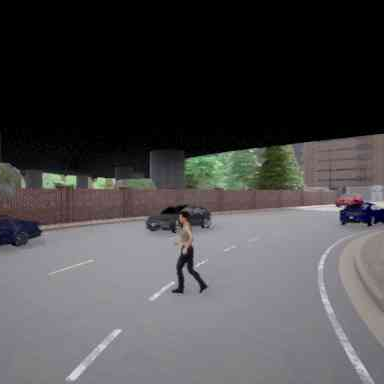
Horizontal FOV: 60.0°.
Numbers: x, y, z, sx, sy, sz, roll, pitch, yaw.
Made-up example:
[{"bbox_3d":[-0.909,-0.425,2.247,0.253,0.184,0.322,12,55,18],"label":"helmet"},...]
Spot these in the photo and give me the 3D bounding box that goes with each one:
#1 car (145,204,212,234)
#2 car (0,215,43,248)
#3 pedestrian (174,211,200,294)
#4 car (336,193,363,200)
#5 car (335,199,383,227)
[{"bbox_3d":[-0.659,1.504,19.503,1.837,1.490,4.892,-1,0,35],"label":"car"},{"bbox_3d":[-8.188,1.547,12.511,2.033,1.411,5.357,0,0,19],"label":"car"},{"bbox_3d":[-0.112,1.294,7.304,0.375,1.860,0.375,0,0,15],"label":"pedestrian"},{"bbox_3d":[22.632,1.209,47.711,5.566,2.045,2.150,0,0,-43],"label":"car"},{"bbox_3d":[11.980,1.477,23.052,5.008,1.535,1.882,0,0,-45],"label":"car"}]
